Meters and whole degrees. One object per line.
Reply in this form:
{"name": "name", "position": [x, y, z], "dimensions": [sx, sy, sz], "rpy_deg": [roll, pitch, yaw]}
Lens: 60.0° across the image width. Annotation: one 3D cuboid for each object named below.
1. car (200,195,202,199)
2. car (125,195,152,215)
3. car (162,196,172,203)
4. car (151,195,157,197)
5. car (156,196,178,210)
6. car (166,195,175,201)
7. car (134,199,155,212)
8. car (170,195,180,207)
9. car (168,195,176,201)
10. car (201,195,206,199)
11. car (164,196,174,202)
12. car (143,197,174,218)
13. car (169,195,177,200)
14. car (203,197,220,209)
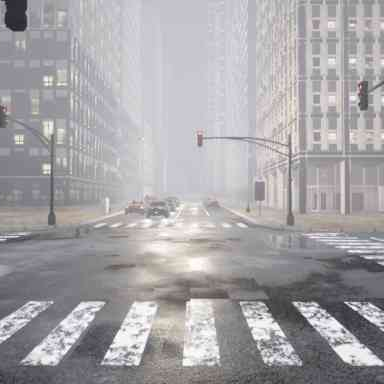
{"name": "car", "position": [2.912, 1.590, 61.731], "dimensions": [1.947, 1.339, 4.313], "rpy_deg": [1, 0, 0]}
{"name": "car", "position": [-5.560, 1.453, 33.814], "dimensions": [1.967, 1.590, 4.097], "rpy_deg": [1, 0, 0]}
{"name": "car", "position": [-5.430, 1.573, 72.840], "dimensions": [1.887, 1.381, 4.507], "rpy_deg": [1, 0, 0]}
{"name": "car", "position": [-5.520, 1.332, 44.964], "dimensions": [2.192, 1.841, 5.009], "rpy_deg": [1, 0, 0]}
{"name": "car", "position": [-2.965, 1.520, 39.803], "dimensions": [1.837, 1.490, 4.892], "rpy_deg": [0, 0, 0]}
{"name": "car", "position": [-5.393, 1.578, 83.990], "dimensions": [1.887, 1.381, 4.507], "rpy_deg": [1, 0, 0]}
{"name": "car", "position": [-5.544, 1.597, 39.389], "dimensions": [1.802, 1.307, 4.206], "rpy_deg": [1, 0, 0]}
{"name": "car", "position": [-2.925, 1.371, 49.877], "dimensions": [2.097, 1.767, 4.553], "rpy_deg": [0, 0, 0]}
{"name": "car", "position": [-5.374, 1.587, 89.565], "dimensions": [2.008, 1.369, 4.403], "rpy_deg": [1, 0, 0]}
{"name": "car", "position": [2.895, 1.547, 56.324], "dimensions": [1.752, 1.417, 4.829], "rpy_deg": [1, 0, 0]}
{"name": "car", "position": [-5.411, 1.581, 78.415], "dimensions": [2.008, 1.369, 4.403], "rpy_deg": [1, 0, 0]}
{"name": "car", "position": [-2.997, 1.516, 30.353], "dimensions": [1.837, 1.490, 4.892], "rpy_deg": [0, 0, 0]}
{"name": "car", "position": [-5.356, 1.604, 95.141], "dimensions": [1.947, 1.339, 4.313], "rpy_deg": [1, 0, 0]}
{"name": "car", "position": [2.855, 1.599, 44.998], "dimensions": [1.802, 1.307, 4.206], "rpy_deg": [1, 0, 0]}
